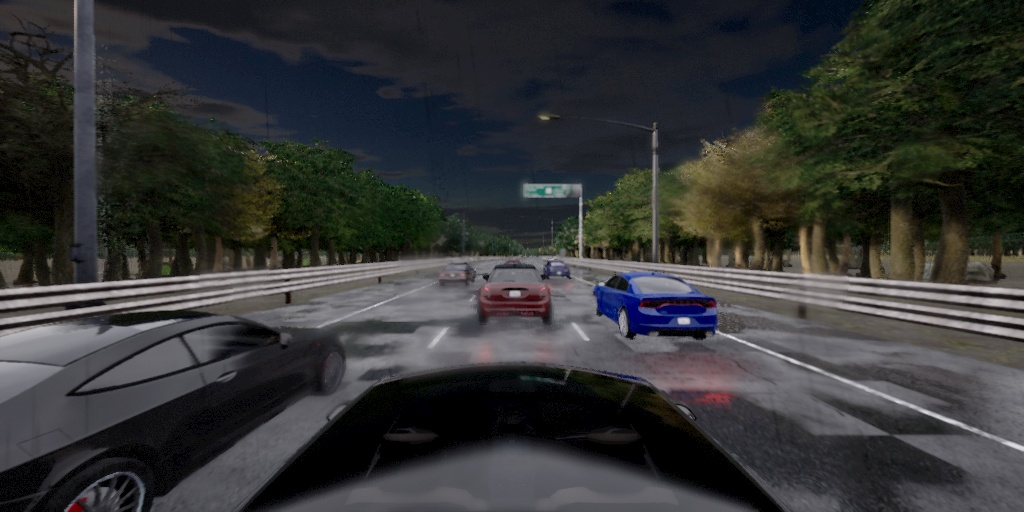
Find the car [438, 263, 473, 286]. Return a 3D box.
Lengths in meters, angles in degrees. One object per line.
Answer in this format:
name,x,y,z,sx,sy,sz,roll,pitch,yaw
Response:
car,-3.421,1.145,23.198,2.033,1.411,5.357,0,0,0

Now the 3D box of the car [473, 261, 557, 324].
car,0.087,1.028,11.831,2.097,1.767,4.553,0,0,0

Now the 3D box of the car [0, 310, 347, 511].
car,-3.441,1.262,3.529,1.812,1.442,4.674,0,1,1

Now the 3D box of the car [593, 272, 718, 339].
car,3.582,1.167,9.924,1.882,1.535,5.008,0,1,0

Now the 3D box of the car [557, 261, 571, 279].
car,3.587,1.084,29.257,1.812,1.442,4.674,0,0,0
